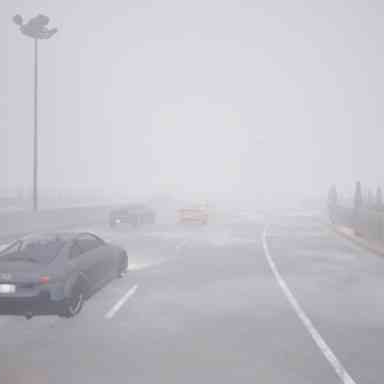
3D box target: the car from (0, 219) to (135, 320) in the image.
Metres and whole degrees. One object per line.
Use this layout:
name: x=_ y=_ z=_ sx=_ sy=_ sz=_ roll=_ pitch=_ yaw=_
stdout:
car: x=-2.869 y=1.550 z=7.452 sx=1.994 sy=1.385 sz=4.181 roll=0 pitch=0 yaw=5

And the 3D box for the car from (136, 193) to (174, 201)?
car: x=-4.293 y=1.205 z=42.107 sx=2.150 sy=2.045 sz=5.566 roll=0 pitch=0 yaw=25

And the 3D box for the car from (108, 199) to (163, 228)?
car: x=-3.828 y=1.489 z=22.247 sx=1.837 sy=1.490 sz=4.892 roll=0 pitch=0 yaw=14

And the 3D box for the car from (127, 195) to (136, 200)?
car: x=-6.480 y=1.538 z=45.501 sx=1.994 sy=1.385 sz=4.181 roll=0 pitch=0 yaw=27

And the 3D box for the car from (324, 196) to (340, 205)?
car: x=23.025 y=1.599 z=56.323 sx=1.882 sy=1.535 sz=5.008 roll=0 pitch=0 yaw=42

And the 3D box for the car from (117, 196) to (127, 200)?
car: x=-9.487 y=1.310 z=47.264 sx=2.097 sy=1.767 sz=4.553 roll=0 pitch=0 yaw=27

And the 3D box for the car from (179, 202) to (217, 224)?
car: x=0.526 y=1.483 z=24.884 sx=1.882 sy=1.535 sz=5.008 roll=0 pitch=0 yaw=16

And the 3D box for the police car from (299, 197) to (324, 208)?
police car: x=17.636 y=1.519 z=49.690 sx=1.930 sy=1.638 sz=5.238 roll=0 pitch=0 yaw=36

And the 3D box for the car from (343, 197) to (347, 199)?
car: x=26.860 y=1.492 z=60.408 sx=2.097 sy=1.767 sz=4.553 roll=0 pitch=0 yaw=44
